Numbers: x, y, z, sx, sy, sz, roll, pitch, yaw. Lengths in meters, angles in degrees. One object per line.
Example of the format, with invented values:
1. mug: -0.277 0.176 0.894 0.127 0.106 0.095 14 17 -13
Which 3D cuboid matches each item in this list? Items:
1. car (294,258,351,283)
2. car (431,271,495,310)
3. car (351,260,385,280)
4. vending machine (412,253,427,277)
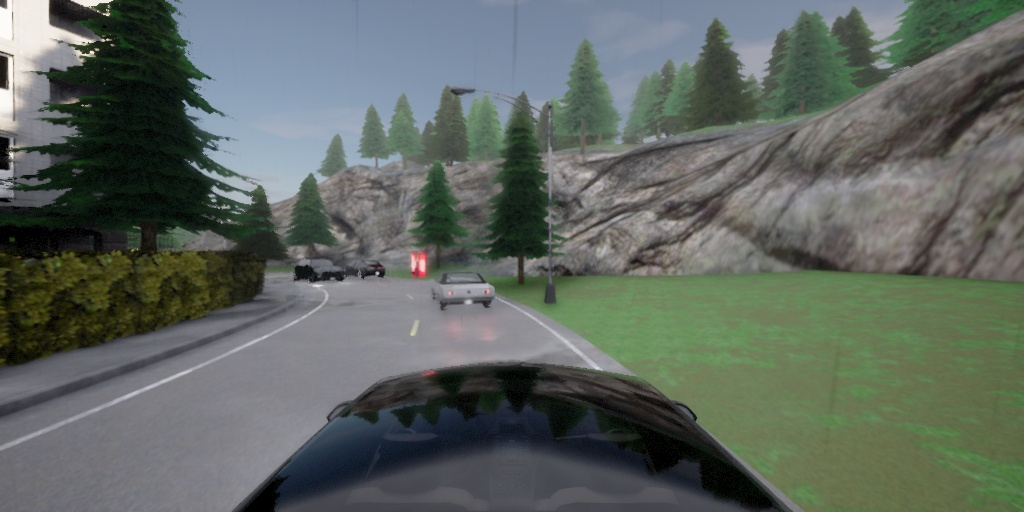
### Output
1. car: -13.855 0.957 25.804 4.553 1.767 2.097 0 1 41
2. car: -2.150 1.260 14.342 1.895 1.301 4.718 0 0 -18
3. car: -12.183 1.078 29.226 4.892 1.490 1.837 0 0 42
4. vending machine: -7.854 0.748 30.351 0.880 2.100 1.100 0 0 44
